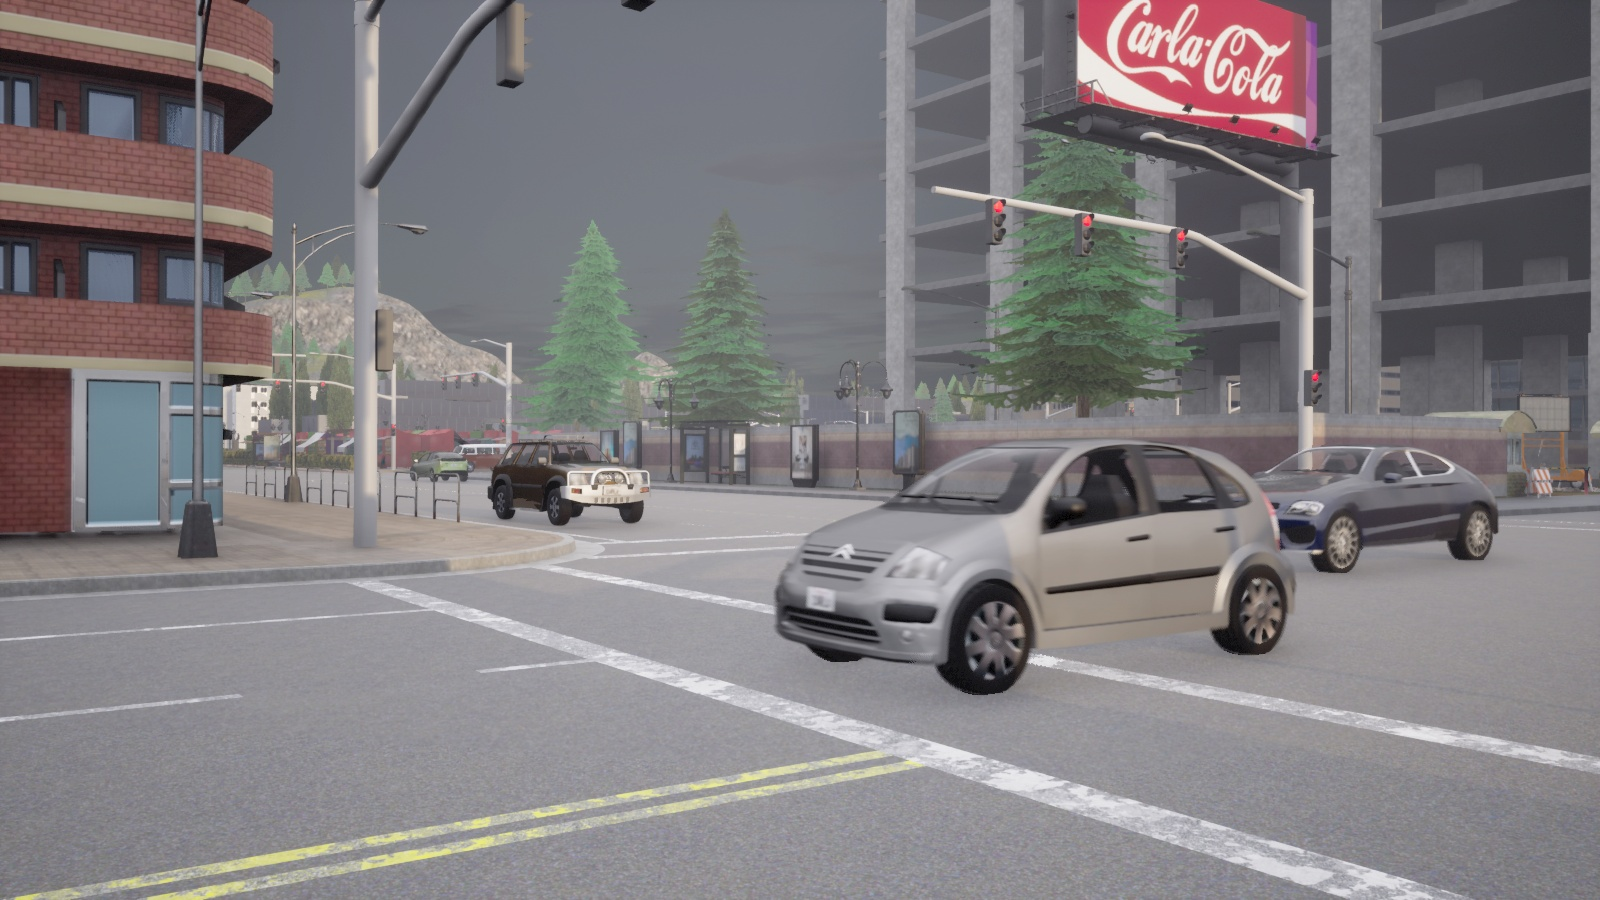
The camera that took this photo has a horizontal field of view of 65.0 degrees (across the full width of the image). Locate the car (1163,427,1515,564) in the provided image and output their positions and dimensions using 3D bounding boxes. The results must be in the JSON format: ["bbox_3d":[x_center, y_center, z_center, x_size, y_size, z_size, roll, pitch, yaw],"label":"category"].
[{"bbox_3d":[7.574,0.550,17.464,5.027,1.651,2.152,0,0,-35],"label":"car"}]

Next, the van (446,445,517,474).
[{"bbox_3d":[-22.778,0.681,89.898,4.480,2.038,2.069,0,0,-35],"label":"van"}]

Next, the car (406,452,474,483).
[{"bbox_3d":[-18.486,0.888,64.403,2.007,1.525,4.514,0,0,-35],"label":"car"}]

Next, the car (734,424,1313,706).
[{"bbox_3d":[1.708,0.662,9.114,3.988,1.617,1.851,0,0,-35],"label":"car"}]

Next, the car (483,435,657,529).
[{"bbox_3d":[-5.046,0.638,27.088,1.932,1.855,4.605,0,0,-35],"label":"car"}]
